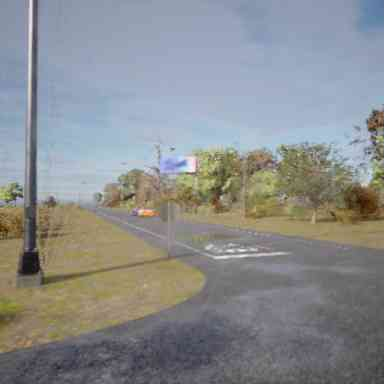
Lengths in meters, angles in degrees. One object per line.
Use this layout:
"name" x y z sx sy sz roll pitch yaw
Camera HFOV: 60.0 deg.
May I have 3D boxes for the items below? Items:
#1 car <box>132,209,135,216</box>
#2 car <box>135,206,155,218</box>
"car" -9.263 3.319 58.783 2.097 1.767 4.553 1 -2 -19
"car" -7.338 3.135 53.418 2.097 1.767 4.553 1 -2 -19
